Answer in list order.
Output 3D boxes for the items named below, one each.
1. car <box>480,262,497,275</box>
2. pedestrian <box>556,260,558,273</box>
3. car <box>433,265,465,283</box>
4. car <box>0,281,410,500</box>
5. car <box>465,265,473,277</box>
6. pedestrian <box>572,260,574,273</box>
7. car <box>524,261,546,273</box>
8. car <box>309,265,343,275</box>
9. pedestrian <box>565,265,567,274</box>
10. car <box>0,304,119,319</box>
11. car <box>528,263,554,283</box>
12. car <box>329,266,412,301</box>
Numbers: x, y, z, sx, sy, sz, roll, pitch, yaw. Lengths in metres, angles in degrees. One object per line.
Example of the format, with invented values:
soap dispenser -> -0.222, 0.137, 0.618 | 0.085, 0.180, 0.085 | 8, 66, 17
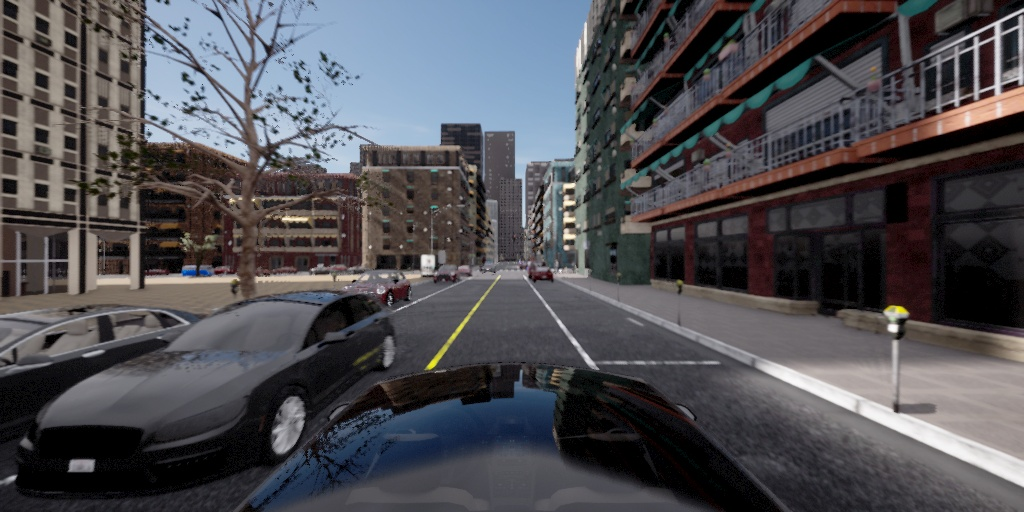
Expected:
car -> -3.002, 1.569, 47.609 | 2.128, 1.511, 4.902 | 0, -1, 0
pedestrian -> 6.133, 1.396, 48.709 | 0.375, 1.860, 0.375 | 0, 0, 0
car -> -5.694, 1.507, 31.885 | 1.967, 1.591, 4.097 | 0, 0, 0
car -> -3.101, 1.289, 5.013 | 1.837, 1.490, 4.892 | 0, -1, 0
car -> -5.694, 1.769, 42.941 | 1.802, 1.307, 4.207 | 0, 0, 0
pedestrian -> 8.133, 1.409, 48.109 | 0.375, 1.860, 0.375 | 0, 0, 0
car -> 2.687, 1.441, 37.412 | 2.192, 1.841, 5.009 | 0, 0, 0
car -> -27.965, 2.273, 53.663 | 4.403, 1.370, 2.007 | 0, 0, 0
pedestrian -> 7.133, 1.766, 47.508 | 0.500, 1.100, 0.500 | 0, 0, 0
car -> -5.692, 1.327, 4.249 | 2.007, 1.370, 4.403 | 0, 0, 0
car -> 2.688, 1.612, 31.885 | 1.888, 1.381, 4.507 | 0, 0, 0
car -> -5.693, 1.330, 15.304 | 1.967, 1.591, 4.097 | 0, 0, 0
